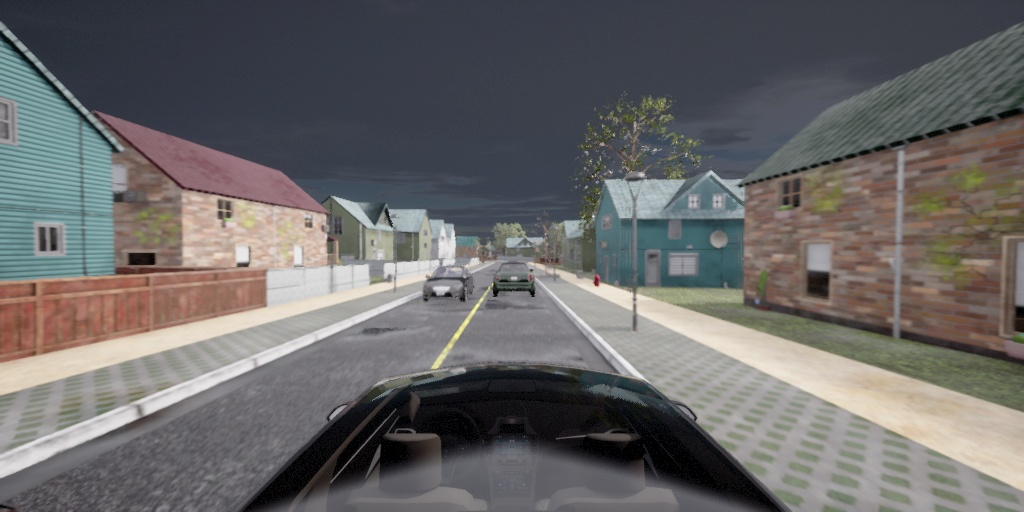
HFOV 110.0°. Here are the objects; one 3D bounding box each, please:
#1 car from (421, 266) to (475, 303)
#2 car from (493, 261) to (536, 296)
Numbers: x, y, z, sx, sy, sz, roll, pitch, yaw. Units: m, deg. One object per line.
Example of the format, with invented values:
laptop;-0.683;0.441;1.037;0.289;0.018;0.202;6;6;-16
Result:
car;-2.849;1.225;16.794;2.128;1.511;4.902;0;0;0
car;0.100;1.082;19.212;2.097;1.767;4.553;0;0;0
